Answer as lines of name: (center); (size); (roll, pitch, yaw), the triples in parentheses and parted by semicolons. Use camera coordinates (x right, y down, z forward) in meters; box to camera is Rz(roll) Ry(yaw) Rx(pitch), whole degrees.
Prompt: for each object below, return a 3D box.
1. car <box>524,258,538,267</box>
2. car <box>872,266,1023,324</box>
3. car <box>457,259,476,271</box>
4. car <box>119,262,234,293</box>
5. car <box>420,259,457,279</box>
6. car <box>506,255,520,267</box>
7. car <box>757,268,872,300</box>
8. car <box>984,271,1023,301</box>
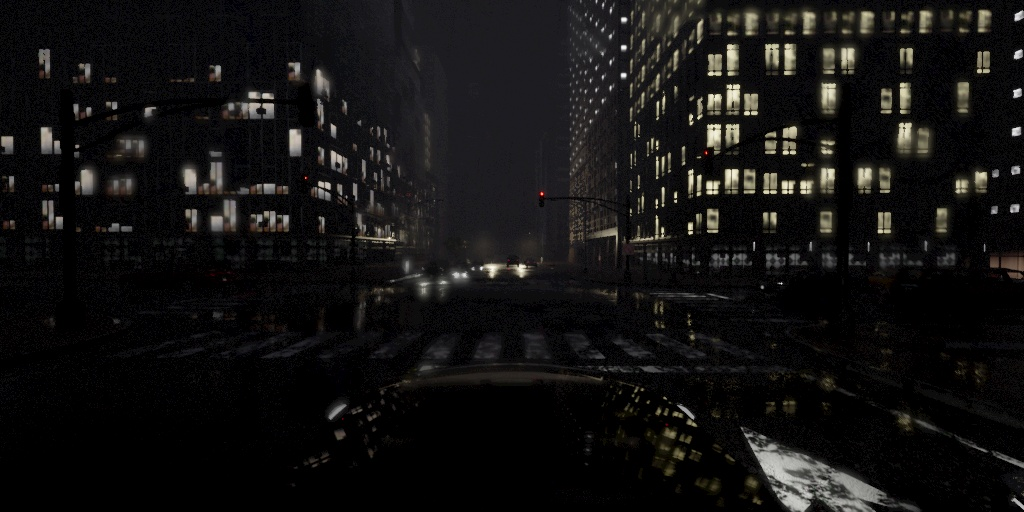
car: (3.428, 1.228, 63.276); (1.812, 1.442, 4.674); (0, 0, 0)
car: (16.221, 1.281, 12.455); (5.009, 1.841, 2.192); (0, 0, 1)
car: (-6.468, 1.211, 47.262); (2.128, 1.511, 4.902); (0, 0, 0)
car: (-17.397, 1.054, 18.689); (5.008, 1.535, 1.882); (1, 1, 1)
car: (-6.561, 1.086, 31.688); (2.097, 1.767, 4.553); (0, 0, 2)
car: (0.176, 0.924, 62.898); (2.150, 2.045, 5.566); (0, 0, 0)
car: (15.289, 1.357, 18.286); (4.902, 1.511, 2.128); (1, 1, 2)
car: (27.773, 1.523, 18.002); (5.357, 1.411, 2.033); (0, 1, 1)
